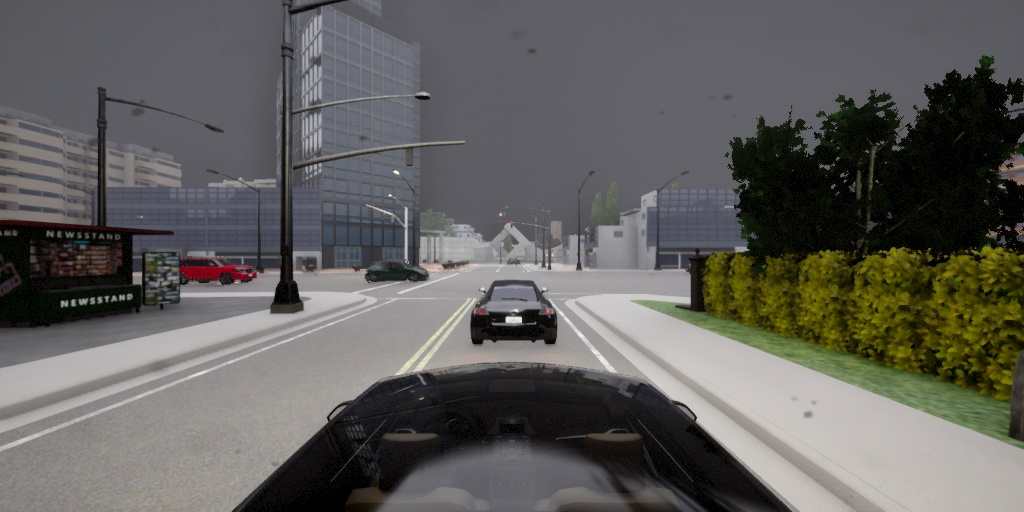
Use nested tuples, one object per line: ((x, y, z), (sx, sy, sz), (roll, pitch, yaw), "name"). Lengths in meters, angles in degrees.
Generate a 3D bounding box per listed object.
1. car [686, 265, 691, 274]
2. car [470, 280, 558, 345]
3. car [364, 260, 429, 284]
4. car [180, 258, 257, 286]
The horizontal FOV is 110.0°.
((21.195, 1.172, 38.302), (5.008, 1.535, 1.882), (0, 0, -1), "car")
((0.044, 1.313, 9.553), (1.994, 1.385, 4.181), (0, 0, 0), "car")
((-8.642, 1.142, 27.232), (4.553, 1.767, 2.097), (0, 0, -1), "car")
((-22.535, 1.143, 27.059), (5.566, 2.045, 2.150), (-1, 0, -1), "car")
